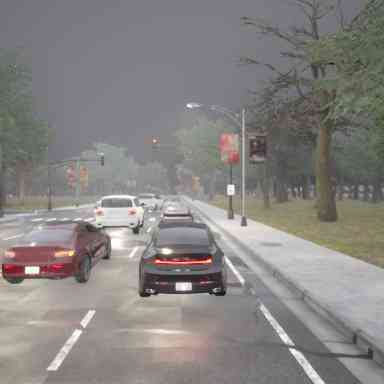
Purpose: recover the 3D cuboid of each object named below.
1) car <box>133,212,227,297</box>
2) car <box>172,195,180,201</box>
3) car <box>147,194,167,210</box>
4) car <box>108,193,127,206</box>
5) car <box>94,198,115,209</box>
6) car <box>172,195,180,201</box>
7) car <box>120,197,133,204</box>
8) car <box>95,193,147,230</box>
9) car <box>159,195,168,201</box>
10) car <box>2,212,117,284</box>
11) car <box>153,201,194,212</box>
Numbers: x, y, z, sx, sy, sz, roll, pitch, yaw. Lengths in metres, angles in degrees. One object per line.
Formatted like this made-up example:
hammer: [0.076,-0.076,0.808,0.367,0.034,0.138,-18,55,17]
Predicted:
car: [-0.264,1.506,8.586,1.837,1.490,4.892,0,0,-3]
car: [-4.185,1.472,86.410,2.128,1.511,4.902,0,0,-3]
car: [-5.007,1.236,40.124,2.150,2.045,5.566,1,0,7]
car: [-12.552,1.249,56.374,2.150,2.045,5.566,0,0,-2]
car: [-12.057,1.544,45.979,1.812,1.442,4.674,0,0,-3]
car: [-3.674,1.592,76.008,2.033,1.411,5.357,0,0,-3]
car: [-12.981,1.641,66.419,1.895,1.301,4.718,0,0,-2]
car: [-4.016,1.226,19.231,2.150,2.045,5.566,0,0,-5]
car: [-7.431,1.472,86.251,2.128,1.511,4.902,0,0,-3]
car: [-3.566,1.527,9.486,1.812,1.442,4.674,0,0,-3]
car: [-0.869,1.495,18.901,2.128,1.511,4.902,0,0,-3]
